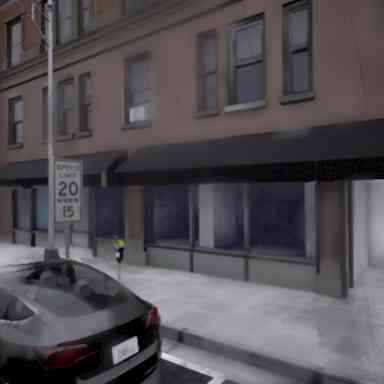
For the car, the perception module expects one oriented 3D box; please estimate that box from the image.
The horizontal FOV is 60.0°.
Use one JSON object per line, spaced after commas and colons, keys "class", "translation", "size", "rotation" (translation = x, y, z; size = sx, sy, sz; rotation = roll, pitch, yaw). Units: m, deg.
{"class": "car", "translation": [-2.346, 1.607, 4.482], "size": [4.313, 1.339, 1.947], "rotation": [-1, 0, 36]}
